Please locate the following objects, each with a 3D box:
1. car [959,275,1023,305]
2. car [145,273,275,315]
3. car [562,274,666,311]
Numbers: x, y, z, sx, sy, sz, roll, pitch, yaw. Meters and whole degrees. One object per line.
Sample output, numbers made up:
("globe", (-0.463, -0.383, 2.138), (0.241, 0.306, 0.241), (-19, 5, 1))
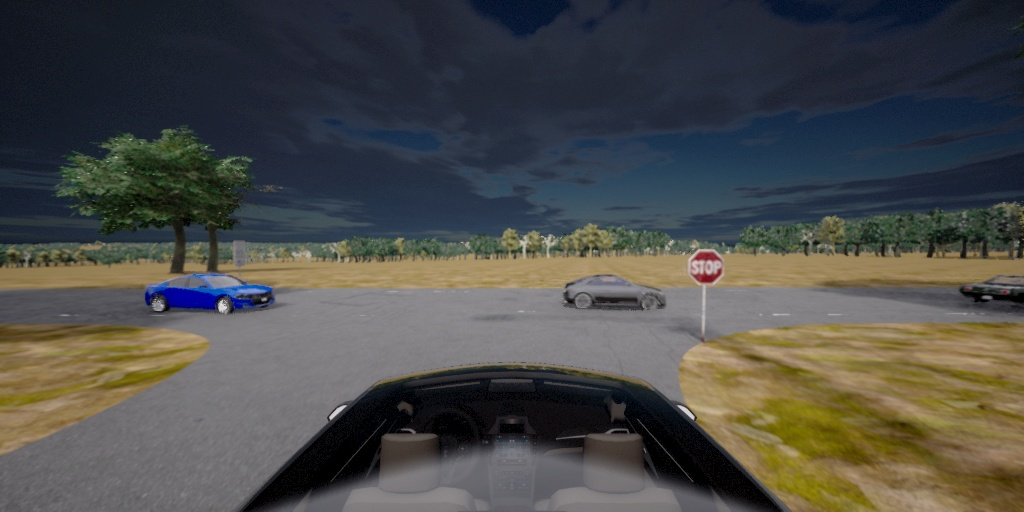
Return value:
("car", (22.765, 1.518, 15.556), (4.718, 1.301, 1.895), (0, 2, -2))
("car", (-12.507, 1.484, 14.954), (5.008, 1.535, 1.882), (0, 1, 9))
("car", (4.234, 1.470, 15.194), (4.181, 1.385, 1.994), (1, 2, 0))
